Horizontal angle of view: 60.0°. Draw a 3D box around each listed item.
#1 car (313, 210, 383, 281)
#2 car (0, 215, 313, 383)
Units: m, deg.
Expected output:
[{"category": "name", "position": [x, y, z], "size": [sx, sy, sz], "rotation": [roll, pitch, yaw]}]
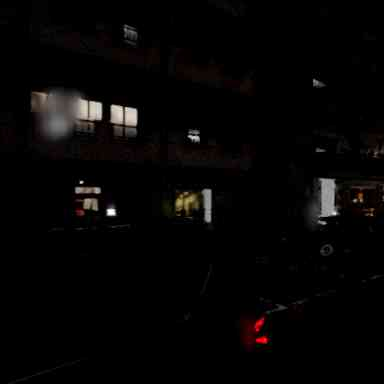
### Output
[{"category": "car", "position": [4.240, 1.447, 9.829], "size": [4.097, 1.590, 1.967], "rotation": [0, 0, -37]}, {"category": "car", "position": [-1.933, 1.236, 1.821], "size": [5.566, 2.045, 2.150], "rotation": [0, 0, -37]}]
